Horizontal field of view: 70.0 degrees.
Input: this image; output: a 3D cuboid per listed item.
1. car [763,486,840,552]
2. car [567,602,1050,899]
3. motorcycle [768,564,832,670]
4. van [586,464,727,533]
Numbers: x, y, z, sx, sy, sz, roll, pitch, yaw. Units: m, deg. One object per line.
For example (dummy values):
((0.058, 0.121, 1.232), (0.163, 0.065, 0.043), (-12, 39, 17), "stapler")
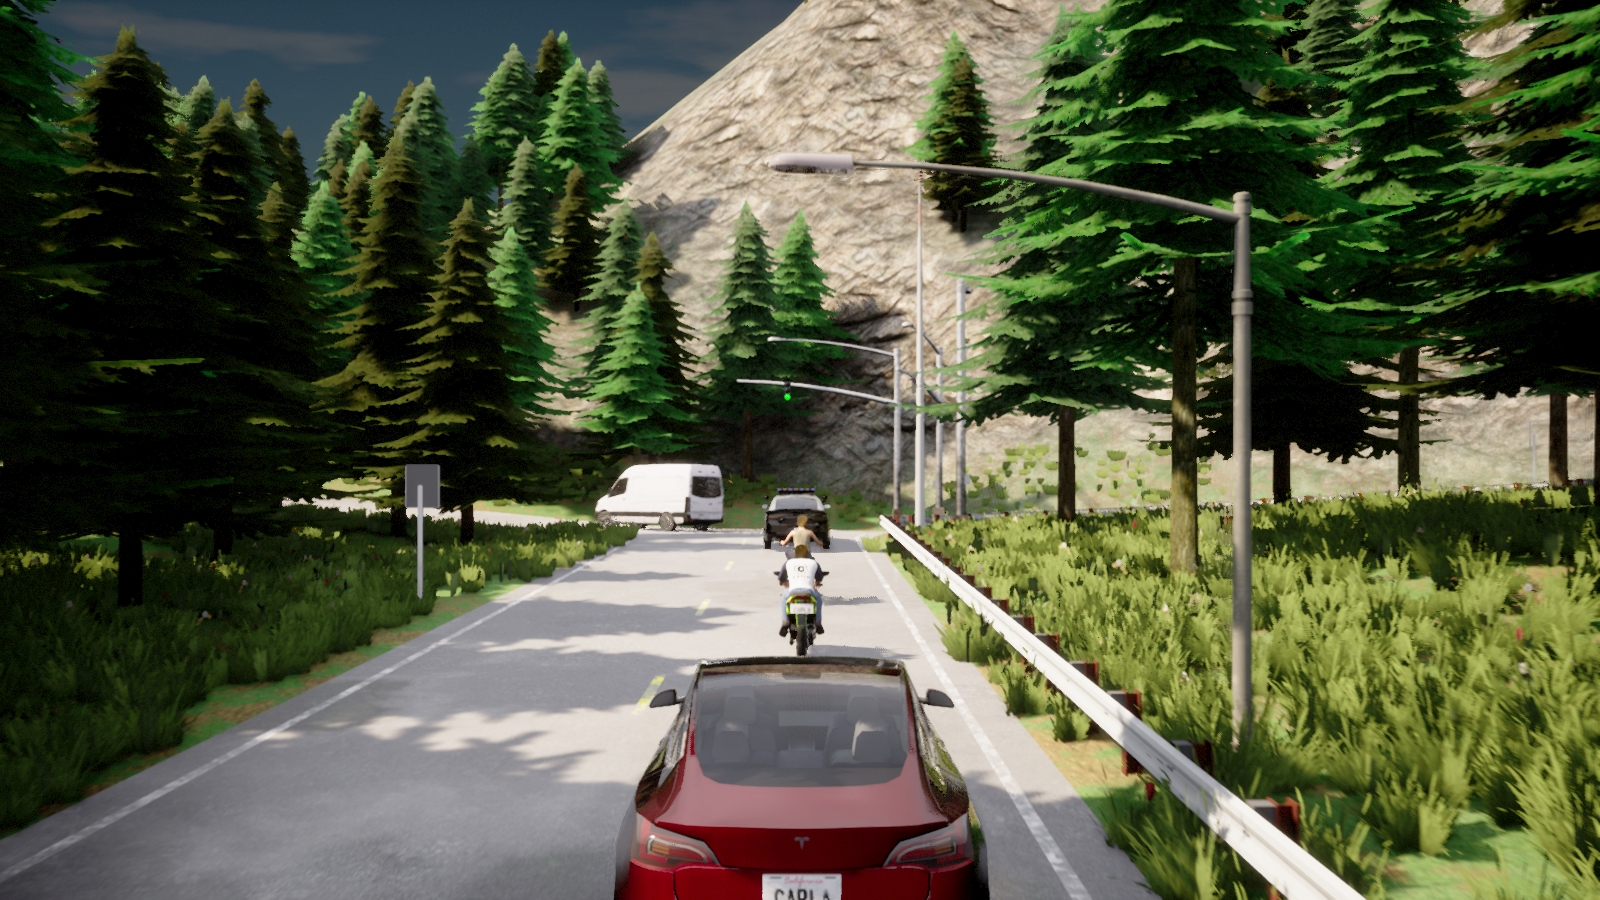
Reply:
((0.005, 1.986, 33.931), (2.097, 1.638, 5.238), (0, 0, -1), "car")
((0.041, 2.064, 7.504), (2.163, 1.488, 4.792), (0, 0, 0), "car")
((0.000, 2.215, 15.475), (0.803, 1.145, 2.033), (0, 0, 0), "motorcycle")
((-5.712, 1.889, 44.916), (5.915, 2.561, 1.988), (-1, -4, 41), "van")
